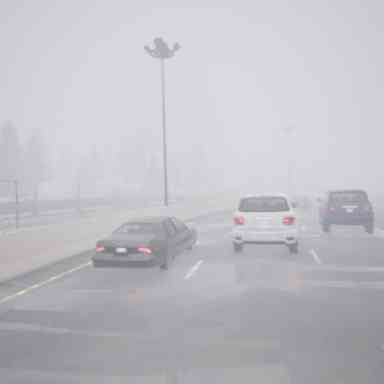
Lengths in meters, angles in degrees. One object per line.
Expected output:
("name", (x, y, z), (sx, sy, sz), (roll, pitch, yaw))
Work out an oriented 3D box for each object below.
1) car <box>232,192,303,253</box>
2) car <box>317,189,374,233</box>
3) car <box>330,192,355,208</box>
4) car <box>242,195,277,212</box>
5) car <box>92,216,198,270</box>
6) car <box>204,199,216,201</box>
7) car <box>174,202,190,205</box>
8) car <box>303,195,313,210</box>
("car", (2.895, 1.034, 12.975), (2.150, 2.045, 5.566), (-2, 0, 14))
("car", (7.818, 0.864, 17.252), (2.150, 2.045, 5.566), (-2, 0, 18))
("car", (15.607, 0.793, 34.315), (1.837, 1.490, 4.892), (-2, 0, 30))
("car", (6.774, 1.091, 32.868), (2.033, 1.411, 5.357), (-1, 1, 27))
("car", (-1.222, 1.491, 10.903), (2.033, 1.411, 5.357), (-1, 0, 13))
("car", (2.625, 1.144, 46.980), (1.895, 1.301, 4.718), (-1, 1, 32))
("car", (-2.165, 1.285, 45.839), (1.895, 1.301, 4.718), (-1, 1, 31))
("car", (10.472, 0.993, 32.407), (2.033, 1.411, 5.357), (-1, 1, 28))
